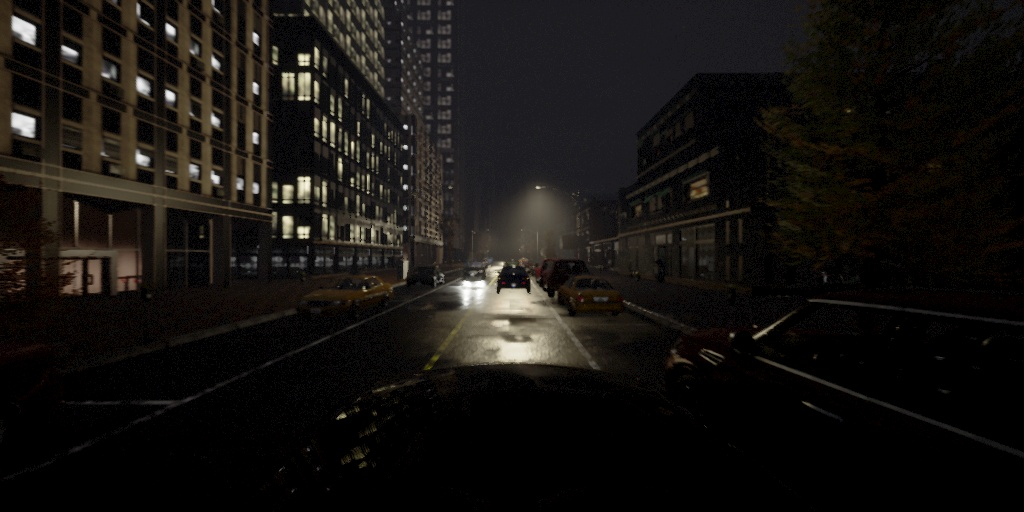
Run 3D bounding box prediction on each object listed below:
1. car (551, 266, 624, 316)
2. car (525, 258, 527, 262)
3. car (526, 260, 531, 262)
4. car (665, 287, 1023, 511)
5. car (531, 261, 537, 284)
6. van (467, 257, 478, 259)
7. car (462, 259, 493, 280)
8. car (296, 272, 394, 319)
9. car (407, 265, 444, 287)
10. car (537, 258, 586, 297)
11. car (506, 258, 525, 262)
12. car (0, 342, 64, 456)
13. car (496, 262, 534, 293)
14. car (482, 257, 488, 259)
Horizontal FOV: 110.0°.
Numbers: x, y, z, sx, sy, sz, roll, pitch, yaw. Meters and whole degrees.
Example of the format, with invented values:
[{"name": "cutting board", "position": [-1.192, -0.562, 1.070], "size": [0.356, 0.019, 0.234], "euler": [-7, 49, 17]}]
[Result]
[{"name": "car", "position": [2.684, 1.270, 13.152], "size": [1.751, 1.417, 4.829], "euler": [0, 0, 0]}, {"name": "car", "position": [2.663, 1.319, 51.741], "size": [1.802, 1.307, 4.207], "euler": [0, 0, 0]}, {"name": "car", "position": [2.672, 1.304, 35.130], "size": [1.948, 1.339, 4.313], "euler": [0, 0, 0]}, {"name": "car", "position": [2.691, 1.065, 1.908], "size": [2.192, 1.841, 5.009], "euler": [0, 0, 0]}, {"name": "car", "position": [2.679, 1.055, 24.056], "size": [2.192, 1.841, 5.009], "euler": [0, 0, 0]}, {"name": "van", "position": [-5.718, 1.077, 51.738], "size": [1.690, 1.789, 3.998], "euler": [0, 0, 0]}, {"name": "car", "position": [-3.110, 1.231, 30.927], "size": [2.128, 1.511, 4.902], "euler": [0, 0, 0]}, {"name": "car", "position": [-5.696, 1.269, 12.810], "size": [1.751, 1.417, 4.829], "euler": [0, 0, 0]}, {"name": "car", "position": [-5.702, 1.306, 24.054], "size": [1.948, 1.339, 4.313], "euler": [0, 0, 0]}, {"name": "car", "position": [2.682, 1.057, 18.520], "size": [2.192, 1.841, 5.009], "euler": [0, 0, 0]}, {"name": "car", "position": [0.078, 1.089, 39.740], "size": [2.097, 1.767, 4.553], "euler": [0, 0, 0]}, {"name": "car", "position": [-5.690, 1.295, 1.906], "size": [1.888, 1.381, 4.507], "euler": [0, 0, 0]}, {"name": "car", "position": [0.088, 1.267, 20.473], "size": [1.812, 1.442, 4.674], "euler": [0, 0, 0]}, {"name": "car", "position": [-5.723, 1.264, 62.642], "size": [1.751, 1.417, 4.829], "euler": [0, 0, 0]}]
